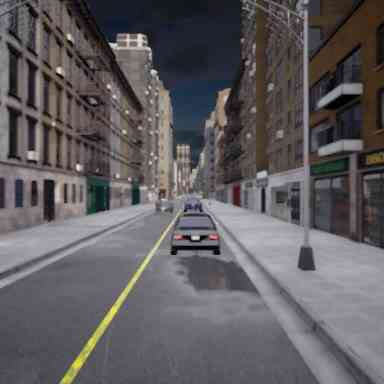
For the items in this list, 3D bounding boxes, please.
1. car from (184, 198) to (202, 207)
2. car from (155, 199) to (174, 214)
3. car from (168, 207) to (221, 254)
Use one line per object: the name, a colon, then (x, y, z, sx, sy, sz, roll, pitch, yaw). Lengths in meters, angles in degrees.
car: (0.153, 1.457, 40.216, 2.097, 1.767, 4.553, 0, 0, 0)
car: (-2.953, 1.585, 36.624, 2.128, 1.511, 4.902, 0, 0, 0)
car: (0.119, 1.574, 13.536, 2.033, 1.411, 5.357, 0, 0, 0)
